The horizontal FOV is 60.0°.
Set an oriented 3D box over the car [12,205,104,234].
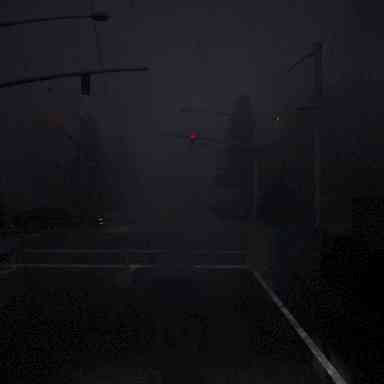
[{"bbox_3d":[-7.594,1.505,19.160,4.892,1.490,1.837,0,0,-17],"label":"car"}]
